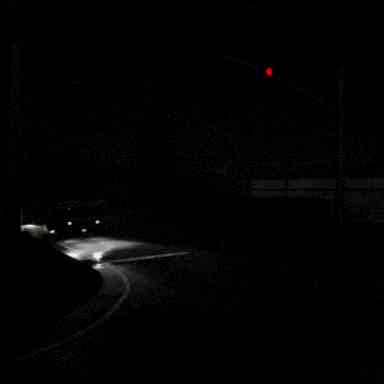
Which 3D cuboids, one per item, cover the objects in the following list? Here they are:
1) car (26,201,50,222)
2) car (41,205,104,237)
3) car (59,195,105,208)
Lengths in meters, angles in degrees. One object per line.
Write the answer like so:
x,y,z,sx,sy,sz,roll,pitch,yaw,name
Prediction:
-12.329,1.540,27.084,1.882,1.535,5.008,1,0,-26,car
-6.843,1.661,18.848,1.895,1.301,4.718,1,0,-37,car
-12.351,1.354,37.523,2.150,2.045,5.566,0,0,31,car
